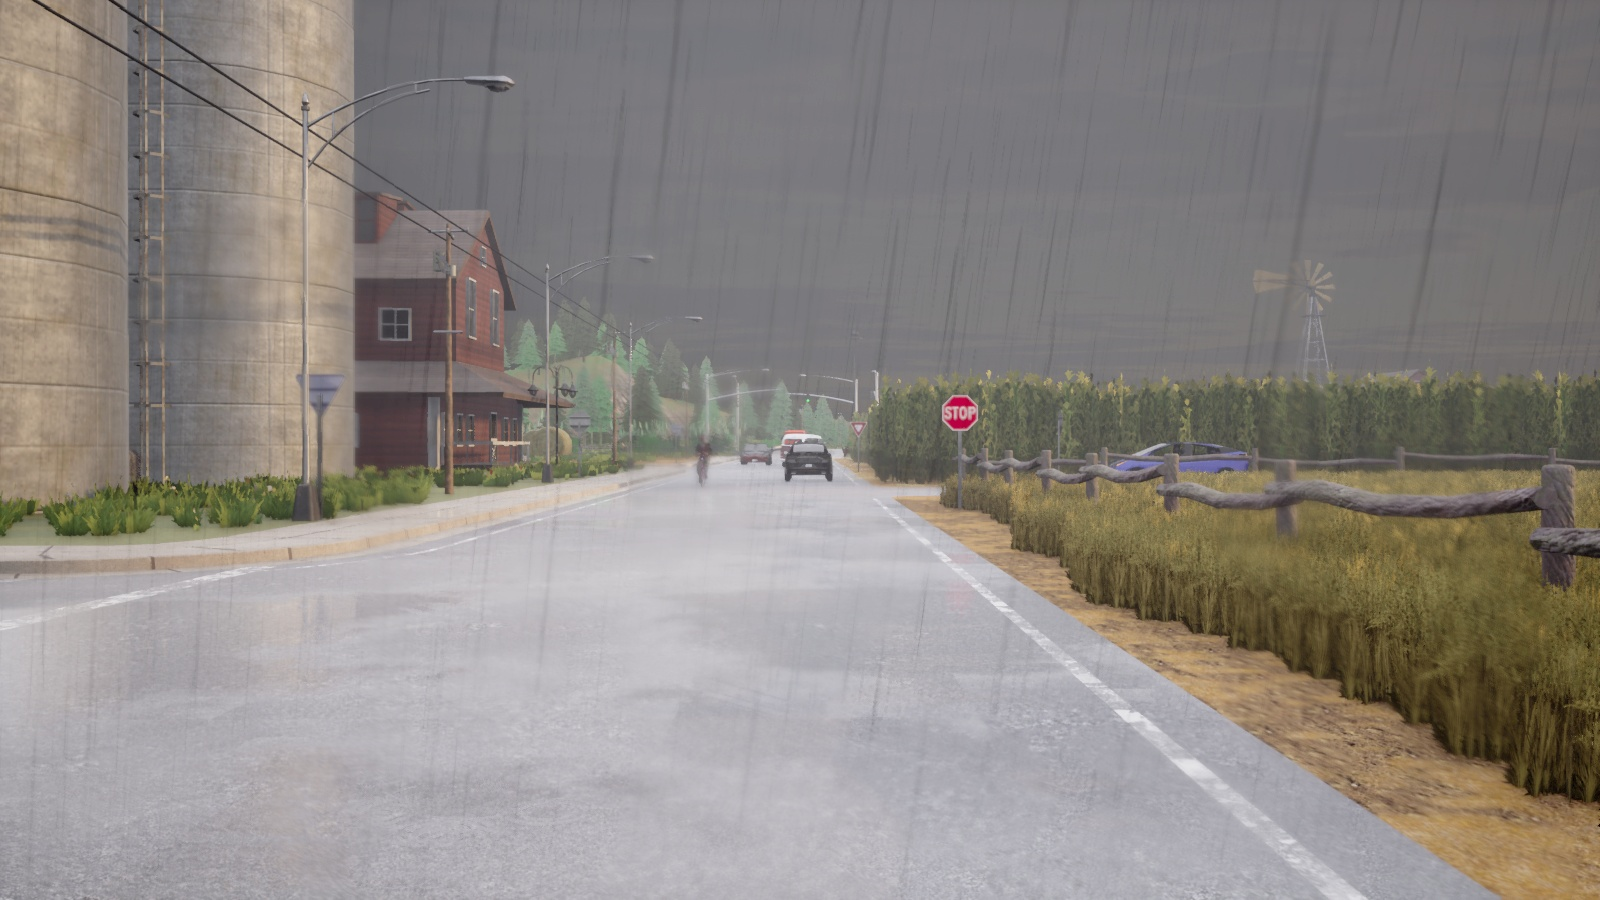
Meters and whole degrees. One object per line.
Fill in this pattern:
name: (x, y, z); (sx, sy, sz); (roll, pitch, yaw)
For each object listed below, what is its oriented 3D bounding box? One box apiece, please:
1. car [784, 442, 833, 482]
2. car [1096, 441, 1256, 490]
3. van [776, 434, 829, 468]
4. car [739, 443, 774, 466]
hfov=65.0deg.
car: (0.348, 0.438, 50.826); (1.882, 1.535, 5.008); (0, 0, 0)
car: (11.994, 0.476, 40.265); (4.514, 1.525, 2.007); (0, 0, 0)
van: (0.210, 0.031, 77.984); (2.069, 2.038, 4.480); (1, 0, 17)
car: (-2.928, 0.267, 84.817); (2.163, 1.488, 4.792); (0, 0, 0)
